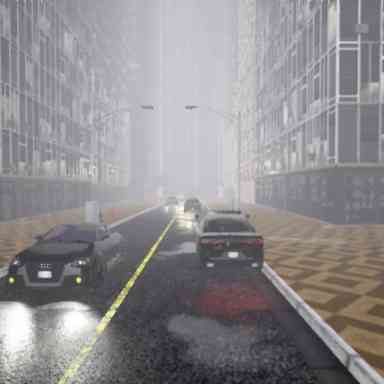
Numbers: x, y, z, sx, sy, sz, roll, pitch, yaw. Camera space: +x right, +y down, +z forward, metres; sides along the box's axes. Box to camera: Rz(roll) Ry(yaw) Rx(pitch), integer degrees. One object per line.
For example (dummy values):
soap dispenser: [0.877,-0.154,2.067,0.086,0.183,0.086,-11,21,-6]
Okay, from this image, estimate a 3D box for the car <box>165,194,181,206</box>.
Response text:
car: [-3.065,1.401,51.144,1.812,1.442,4.674,0,0,0]

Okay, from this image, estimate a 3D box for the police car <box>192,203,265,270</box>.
police car: [1.055,1.393,11.087,1.930,1.638,5.238,0,0,0]

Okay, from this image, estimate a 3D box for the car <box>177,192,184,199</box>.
car: [-2.965,1.049,85.952,2.150,2.045,5.566,0,0,0]

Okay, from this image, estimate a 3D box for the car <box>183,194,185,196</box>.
car: [0.047,1.357,49.094,1.882,1.535,5.008,0,0,1]

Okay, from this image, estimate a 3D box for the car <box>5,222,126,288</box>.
car: [-3.097,1.537,8.983,1.994,1.385,4.181,0,0,0]

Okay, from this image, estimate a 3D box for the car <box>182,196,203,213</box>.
car: [0.075,1.412,36.126,1.837,1.490,4.892,0,0,0]
